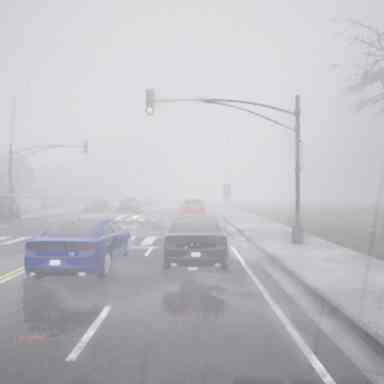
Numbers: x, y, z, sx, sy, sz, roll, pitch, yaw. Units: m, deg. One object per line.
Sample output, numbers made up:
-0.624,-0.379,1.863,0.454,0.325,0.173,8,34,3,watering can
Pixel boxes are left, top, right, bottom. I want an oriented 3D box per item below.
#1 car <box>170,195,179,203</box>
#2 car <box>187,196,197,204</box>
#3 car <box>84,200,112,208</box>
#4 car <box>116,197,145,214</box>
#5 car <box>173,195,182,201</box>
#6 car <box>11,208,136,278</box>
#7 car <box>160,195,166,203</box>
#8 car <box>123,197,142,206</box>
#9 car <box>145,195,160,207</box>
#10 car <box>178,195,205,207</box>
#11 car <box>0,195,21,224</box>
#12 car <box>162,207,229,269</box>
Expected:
-3.262,1.502,65.045,2.033,1.411,5.357,0,0,0,car
-0.012,1.480,65.461,1.812,1.442,4.674,0,0,0,car
-9.853,1.531,35.210,2.033,1.411,5.357,0,0,0,car
-6.600,1.337,35.295,2.097,1.767,4.553,0,0,0,car
-3.264,1.347,75.466,1.994,1.385,4.181,0,0,0,car
-3.154,1.476,10.128,1.882,1.535,5.008,0,0,0,car
-6.514,1.306,66.932,2.097,1.767,4.553,0,0,0,car
-9.802,1.512,55.290,2.033,1.411,5.357,0,0,1,car
-6.582,1.445,51.563,1.882,1.535,5.008,0,0,0,car
0.095,1.342,29.728,2.097,1.767,4.553,0,0,0,car
-14.659,1.227,22.694,5.566,2.045,2.150,0,0,3,car
0.102,1.476,11.125,1.882,1.535,5.008,0,0,0,car
